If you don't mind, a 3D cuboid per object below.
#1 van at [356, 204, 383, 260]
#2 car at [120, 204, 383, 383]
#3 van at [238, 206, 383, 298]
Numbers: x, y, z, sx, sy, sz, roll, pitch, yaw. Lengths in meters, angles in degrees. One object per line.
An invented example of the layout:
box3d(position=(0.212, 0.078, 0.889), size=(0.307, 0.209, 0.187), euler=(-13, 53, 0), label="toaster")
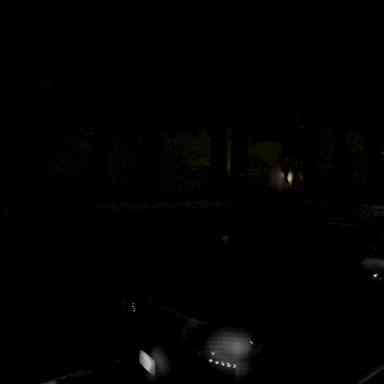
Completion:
box3d(position=(7.885, 1.356, 12.174), size=(3.998, 1.788, 1.690), euler=(0, 0, -36), label="van")
box3d(position=(1.835, 1.227, 4.689), size=(5.566, 2.045, 2.150), euler=(0, 0, -36), label="car")
box3d(position=(3.282, 1.351, 8.884), size=(3.998, 1.788, 1.690), euler=(0, 0, -36), label="van")
